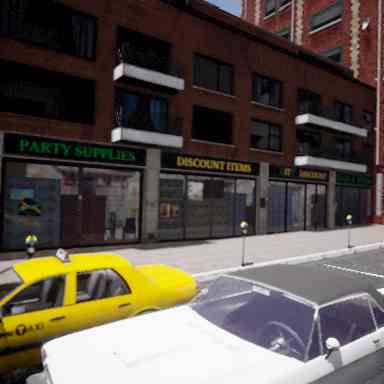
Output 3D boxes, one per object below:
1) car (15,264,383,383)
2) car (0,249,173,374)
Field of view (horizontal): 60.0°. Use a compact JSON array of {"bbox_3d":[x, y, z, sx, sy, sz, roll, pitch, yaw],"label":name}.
[{"bbox_3d":[0.852,1.617,3.675,4.718,1.301,1.895,0,0,-35],"label":"car"},{"bbox_3d":[-2.065,1.530,4.598,4.829,1.417,1.752,0,1,-35],"label":"car"}]
